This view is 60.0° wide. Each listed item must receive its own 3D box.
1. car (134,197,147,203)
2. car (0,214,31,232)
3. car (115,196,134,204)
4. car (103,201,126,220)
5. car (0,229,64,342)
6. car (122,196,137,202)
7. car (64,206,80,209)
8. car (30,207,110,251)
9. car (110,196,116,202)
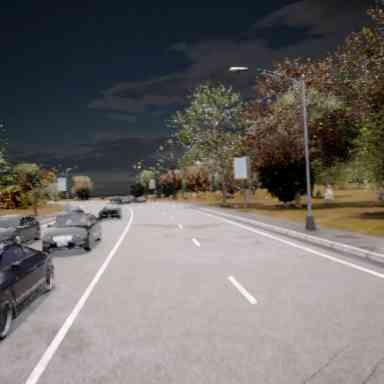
[{"bbox_3d":[-11.334,1.731,72.841,1.994,1.385,4.181,-3,0,-24],"label":"car"},{"bbox_3d":[-8.995,1.926,16.490,1.837,1.490,4.892,-3,1,-7],"label":"car"},{"bbox_3d":[-14.510,1.883,71.362,1.994,1.385,4.181,-3,0,-24],"label":"car"},{"bbox_3d":[-7.535,1.890,31.074,1.895,1.301,4.718,-3,0,-9],"label":"car"},{"bbox_3d":[-4.182,1.765,6.512,1.994,1.385,4.181,-3,0,-7],"label":"car"},{"bbox_3d":[-15.389,1.688,81.938,2.128,1.511,4.902,-3,0,-27],"label":"car"},{"bbox_3d":[-10.991,2.023,30.514,1.994,1.385,4.181,-3,0,-9],"label":"car"},{"bbox_3d":[-5.296,1.736,15.185,2.128,1.511,4.902,-3,0,-7],"label":"car"},{"bbox_3d":[-18.498,1.817,80.332,1.837,1.490,4.892,-3,0,-27],"label":"car"}]
